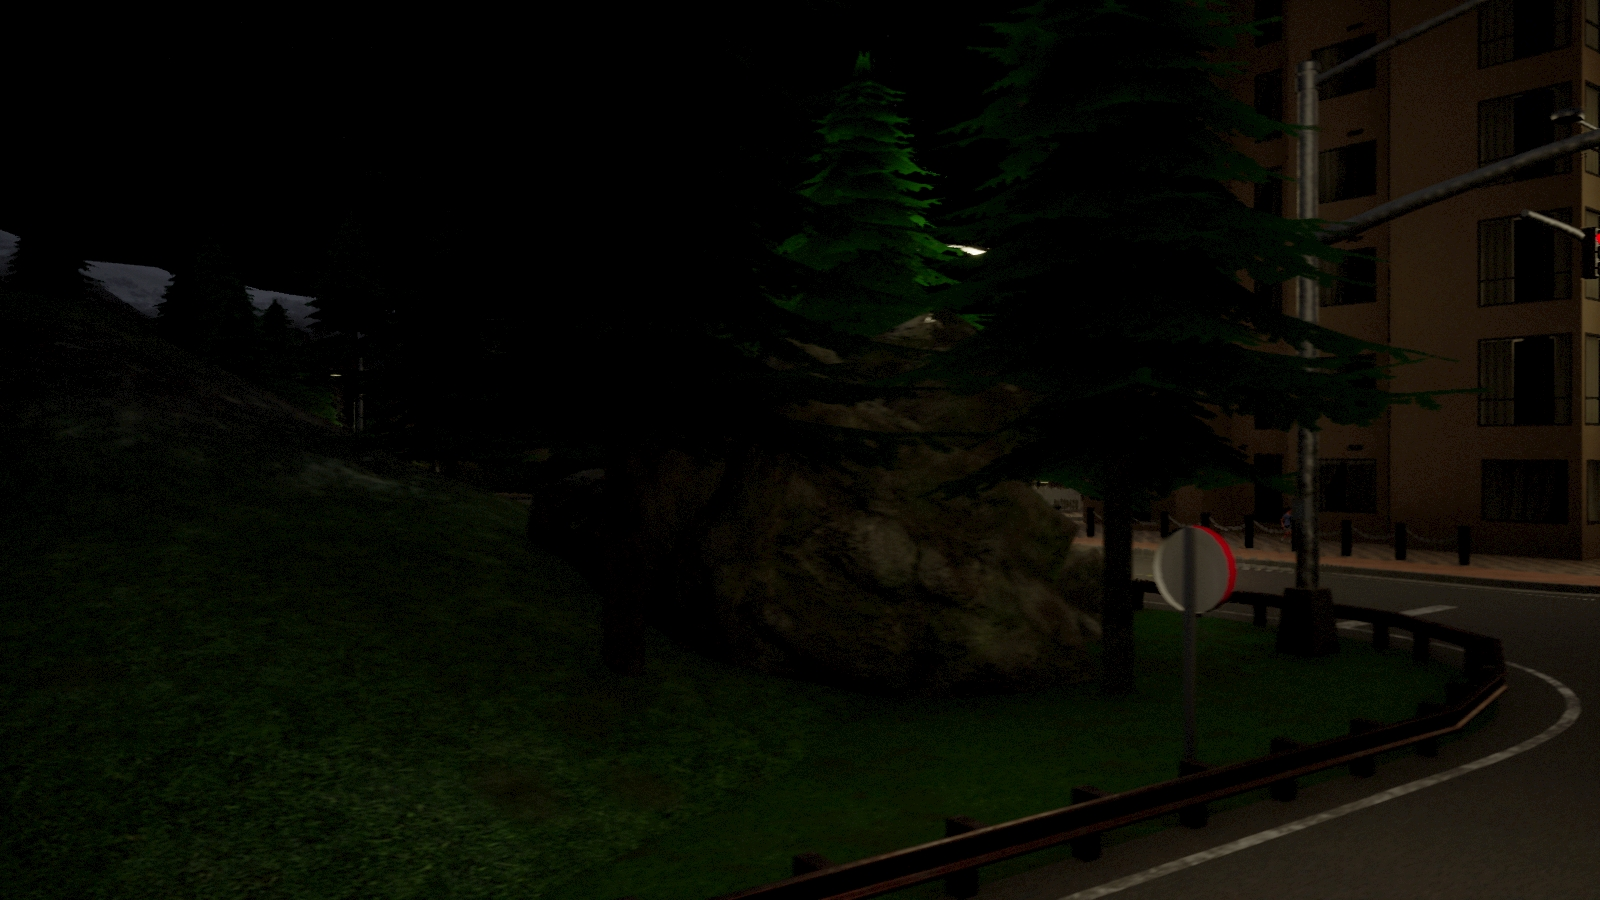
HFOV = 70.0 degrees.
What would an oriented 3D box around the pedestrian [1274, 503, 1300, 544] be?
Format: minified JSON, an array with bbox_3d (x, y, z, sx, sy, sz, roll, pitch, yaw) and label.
[{"bbox_3d":[13.711,2.056,32.176,0.500,1.100,0.500,0,0,-34],"label":"pedestrian"}]
